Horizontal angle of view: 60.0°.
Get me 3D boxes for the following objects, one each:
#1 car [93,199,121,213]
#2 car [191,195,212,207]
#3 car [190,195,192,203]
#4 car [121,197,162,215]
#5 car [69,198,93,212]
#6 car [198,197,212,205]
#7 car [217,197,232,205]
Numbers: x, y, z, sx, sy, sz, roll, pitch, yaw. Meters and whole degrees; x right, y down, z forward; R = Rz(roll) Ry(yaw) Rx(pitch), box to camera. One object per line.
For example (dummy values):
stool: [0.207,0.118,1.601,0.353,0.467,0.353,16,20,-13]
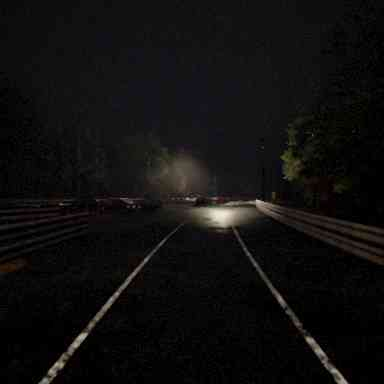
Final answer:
car: [-8.264,1.460,35.799,1.812,1.442,4.674,0,-1,17]
car: [1.988,1.610,57.314,2.097,1.767,4.553,0,-1,17]
car: [1.199,1.733,78.684,2.150,2.045,5.566,0,-1,17]
car: [-4.915,1.536,34.682,2.033,1.411,5.357,2,0,17]
car: [-11.595,1.430,36.872,1.837,1.490,4.892,0,-1,17]
car: [2.766,1.936,71.837,1.837,1.490,4.892,0,-1,17]
car: [6.692,1.951,72.710,1.882,1.535,5.008,0,-1,17]
